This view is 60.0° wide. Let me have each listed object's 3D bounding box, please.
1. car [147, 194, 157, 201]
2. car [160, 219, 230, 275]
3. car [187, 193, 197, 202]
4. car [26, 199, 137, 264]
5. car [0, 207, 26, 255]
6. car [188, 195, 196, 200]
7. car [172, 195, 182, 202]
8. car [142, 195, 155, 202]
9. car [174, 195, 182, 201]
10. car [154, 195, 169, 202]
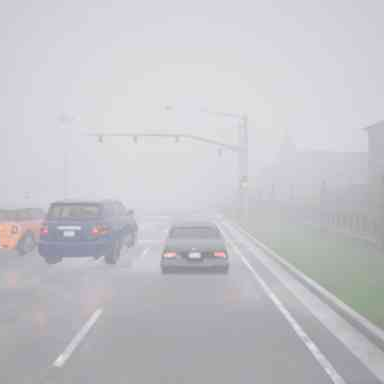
[{"bbox_3d":[-10.570,1.430,88.123,1.882,1.535,5.008,0,0,0],"label":"car"},{"bbox_3d":[0.075,1.562,10.454,2.033,1.411,5.357,0,0,0],"label":"car"},{"bbox_3d":[-0.062,1.322,77.741,2.150,2.045,5.566,0,0,0],"label":"car"},{"bbox_3d":[-3.424,1.240,11.957,2.150,2.045,5.566,0,0,0],"label":"car"},{"bbox_3d":[-6.921,1.370,13.614,2.097,1.767,4.553,0,0,0],"label":"car"},{"bbox_3d":[-0.070,1.505,88.131,1.994,1.385,4.181,0,0,0],"label":"car"},{"bbox_3d":[-3.561,1.575,77.708,1.882,1.535,5.008,0,0,0],"label":"car"},{"bbox_3d":[-10.562,1.623,78.119,1.812,1.442,4.674,0,0,0],"label":"car"},{"bbox_3d":[-3.570,1.547,88.158,1.895,1.301,4.718,0,0,0],"label":"car"},{"bbox_3d":[-7.062,1.694,78.152,1.895,1.301,4.718,0,0,0],"label":"car"}]
